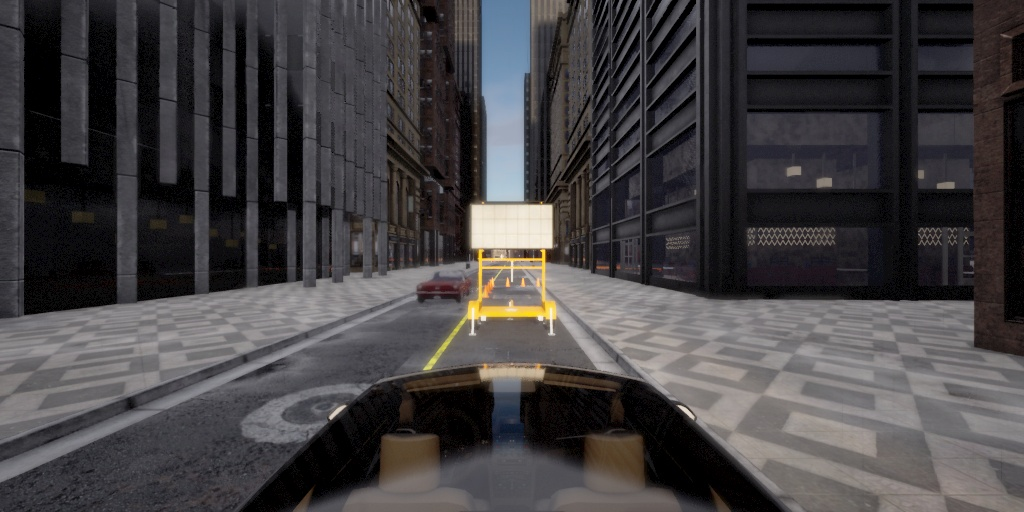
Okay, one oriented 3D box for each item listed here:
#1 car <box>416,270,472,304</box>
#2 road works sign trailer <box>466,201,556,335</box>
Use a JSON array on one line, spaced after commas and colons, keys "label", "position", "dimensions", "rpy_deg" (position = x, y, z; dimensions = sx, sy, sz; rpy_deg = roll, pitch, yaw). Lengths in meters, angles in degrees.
[{"label": "car", "position": [-3.000, 1.353, 16.609], "dimensions": [1.895, 1.301, 4.718], "rpy_deg": [0, 0, 0]}, {"label": "road works sign trailer", "position": [0.002, 0.215, 10.470], "dimensions": [2.380, 3.560, 2.880], "rpy_deg": [0, 0, 0]}]
